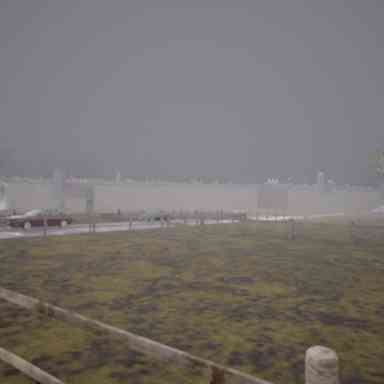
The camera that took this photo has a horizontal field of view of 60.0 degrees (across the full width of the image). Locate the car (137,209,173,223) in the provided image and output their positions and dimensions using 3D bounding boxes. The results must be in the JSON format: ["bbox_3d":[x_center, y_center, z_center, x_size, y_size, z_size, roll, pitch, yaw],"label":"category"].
[{"bbox_3d":[-4.136,2.691,37.572,2.128,1.511,4.902,1,-2,35],"label":"car"}]

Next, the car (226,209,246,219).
[{"bbox_3d":[7.255,3.554,53.917,1.882,1.535,5.008,1,-2,35],"label":"car"}]

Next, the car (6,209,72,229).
[{"bbox_3d":[-11.924,2.092,26.261,1.882,1.535,5.008,1,-2,34],"label":"car"}]
